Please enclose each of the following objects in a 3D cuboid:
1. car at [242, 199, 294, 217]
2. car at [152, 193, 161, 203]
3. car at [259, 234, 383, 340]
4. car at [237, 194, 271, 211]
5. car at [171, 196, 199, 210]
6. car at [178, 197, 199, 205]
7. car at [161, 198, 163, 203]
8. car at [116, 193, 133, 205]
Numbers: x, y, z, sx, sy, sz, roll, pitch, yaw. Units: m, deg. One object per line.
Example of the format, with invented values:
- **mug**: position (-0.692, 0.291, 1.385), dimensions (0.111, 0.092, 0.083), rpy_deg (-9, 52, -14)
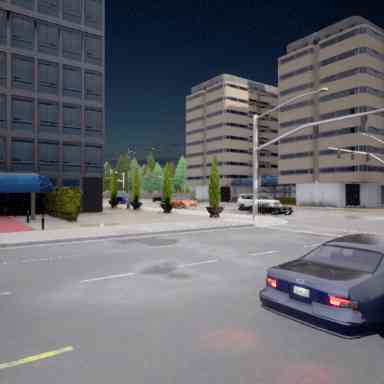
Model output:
- **car**: position (7.346, 1.601, 31.641), dimensions (1.895, 1.301, 4.718), rpy_deg (0, 0, -34)
- **car**: position (-6.367, 1.223, 69.982), dimensions (2.150, 2.045, 5.566), rpy_deg (0, 0, -35)
- **car**: position (3.702, 1.547, 6.462), dimensions (5.357, 1.411, 2.033), rpy_deg (0, 0, -35)
- **car**: position (7.491, 1.220, 37.710), dimensions (2.150, 2.045, 5.566), rpy_deg (0, 0, -35)
- **car**: position (-1.090, 1.351, 43.855), dimensions (2.097, 1.767, 4.553), rpy_deg (0, 0, -35)
- **car**: position (-0.647, 1.564, 61.855), dimensions (1.994, 1.385, 4.181), rpy_deg (0, 0, -34)
- **car**: position (-2.409, 1.601, 51.842), dimensions (1.895, 1.301, 4.718), rpy_deg (0, 0, -35)
- **car**: position (-12.148, 1.224, 59.717), dimensions (2.150, 2.045, 5.566), rpy_deg (0, 0, -35)
